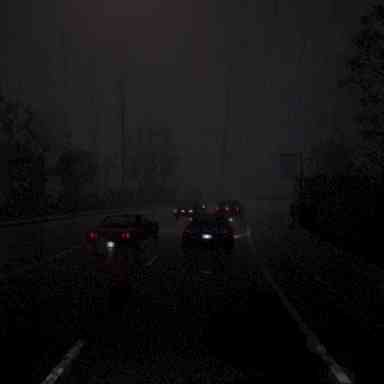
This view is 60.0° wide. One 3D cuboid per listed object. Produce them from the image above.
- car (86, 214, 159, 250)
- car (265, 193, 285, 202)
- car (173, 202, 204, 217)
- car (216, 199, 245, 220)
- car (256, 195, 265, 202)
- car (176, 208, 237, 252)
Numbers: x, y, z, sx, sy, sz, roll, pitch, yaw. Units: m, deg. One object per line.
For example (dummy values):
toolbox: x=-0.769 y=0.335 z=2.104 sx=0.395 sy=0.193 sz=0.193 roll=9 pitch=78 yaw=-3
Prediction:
car: x=-2.719 y=1.610 z=14.332 sx=1.895 sy=1.301 sz=4.718 roll=0 pitch=0 yaw=6
car: x=19.374 y=1.196 z=75.832 sx=2.150 sy=2.045 sz=5.566 roll=0 pitch=0 yaw=39
car: x=-0.124 y=1.555 z=28.838 sx=2.033 sy=1.411 sz=5.357 roll=0 pitch=0 yaw=14
car: x=3.267 y=1.364 z=27.973 sx=2.097 sy=1.767 sz=4.553 roll=0 pitch=0 yaw=14
car: x=16.725 y=1.426 z=78.122 sx=1.882 sy=1.535 sz=5.008 roll=0 pitch=0 yaw=39
car: x=0.756 y=1.568 z=13.910 sx=1.994 sy=1.385 sz=4.181 roll=0 pitch=0 yaw=6
